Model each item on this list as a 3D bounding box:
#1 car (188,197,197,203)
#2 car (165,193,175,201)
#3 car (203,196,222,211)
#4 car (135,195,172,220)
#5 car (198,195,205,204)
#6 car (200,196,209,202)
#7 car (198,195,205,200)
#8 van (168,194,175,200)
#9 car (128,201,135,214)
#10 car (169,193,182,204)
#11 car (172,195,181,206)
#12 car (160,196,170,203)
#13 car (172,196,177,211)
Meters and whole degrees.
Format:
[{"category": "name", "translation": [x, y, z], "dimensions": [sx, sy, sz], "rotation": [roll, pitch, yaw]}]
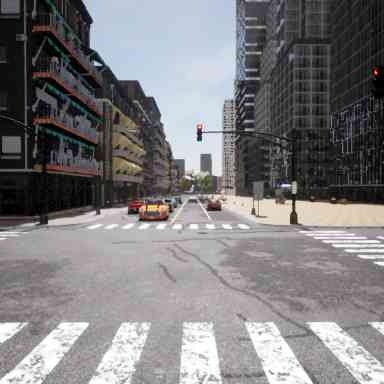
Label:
[{"category": "car", "translation": [0.154, 1.602, 69.740], "dimensions": [1.895, 1.301, 4.718], "rotation": [0, 0, 0]}, {"category": "car", "translation": [-5.647, 1.322, 86.248], "dimensions": [2.192, 1.841, 5.009], "rotation": [-1, 0, 0]}, {"category": "car", "translation": [2.673, 1.540, 41.108], "dimensions": [1.887, 1.381, 4.507], "rotation": [-1, 0, 0]}, {"category": "car", "translation": [-3.080, 1.348, 27.662], "dimensions": [2.097, 1.767, 4.553], "rotation": [0, 0, 0]}, {"category": "car", "translation": [2.689, 1.551, 63.704], "dimensions": [2.008, 1.369, 4.403], "rotation": [-1, 0, 0]}, {"category": "car", "translation": [2.696, 1.548, 75.002], "dimensions": [1.887, 1.381, 4.507], "rotation": [-1, 0, 0]}, {"category": "car", "translation": [2.707, 1.535, 92.119], "dimensions": [1.752, 1.417, 4.829], "rotation": [-1, 0, 0]}, {"category": "van", "translation": [-5.643, 1.350, 91.896], "dimensions": [1.690, 1.788, 3.998], "rotation": [-1, 0, 0]}, {"category": "car", "translation": [-5.677, 1.540, 35.407], "dimensions": [1.887, 1.381, 4.507], "rotation": [-1, 0, 0]}, {"category": "car", "translation": [-2.982, 1.221, 60.982], "dimensions": [2.150, 2.045, 5.566], "rotation": [0, 0, 1]}, {"category": "car", "translation": [-3.060, 1.544, 47.987], "dimensions": [2.033, 1.411, 5.357], "rotation": [0, 0, 0]}, {"category": "car", "translation": [-5.655, 1.584, 69.301], "dimensions": [1.802, 1.307, 4.206], "rotation": [-1, 0, 0]}, {"category": "car", "translation": [-3.071, 1.501, 37.659], "dimensions": [1.837, 1.490, 4.892], "rotation": [0, 0, 0]}]
